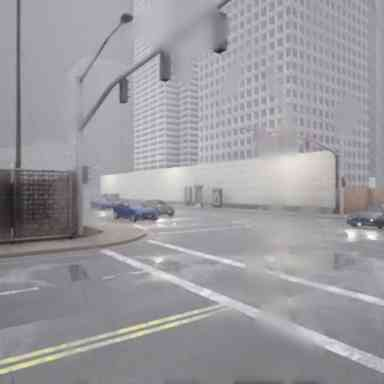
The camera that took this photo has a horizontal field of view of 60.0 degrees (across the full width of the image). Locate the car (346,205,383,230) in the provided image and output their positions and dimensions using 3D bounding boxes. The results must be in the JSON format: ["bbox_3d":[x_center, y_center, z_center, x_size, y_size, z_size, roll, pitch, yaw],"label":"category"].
[{"bbox_3d":[12.015,1.517,21.154,5.357,1.411,2.033,0,0,-36],"label":"car"}]

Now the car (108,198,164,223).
[{"bbox_3d":[-4.424,1.421,25.549,1.882,1.535,5.008,0,1,-35],"label":"car"}]

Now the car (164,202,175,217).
[{"bbox_3d":[-3.363,1.448,30.101,1.837,1.490,4.892,0,0,-35],"label":"car"}]

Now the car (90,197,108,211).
[{"bbox_3d":[-10.910,1.421,40.737,1.882,1.535,5.008,0,0,-35],"label":"car"}]
